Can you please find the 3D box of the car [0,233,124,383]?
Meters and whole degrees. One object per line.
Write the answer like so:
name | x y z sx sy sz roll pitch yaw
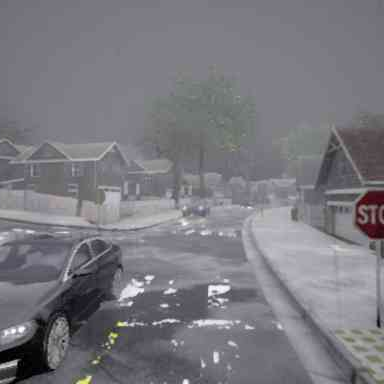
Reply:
car | -2.539 1.539 5.764 2.128 1.511 4.902 0 0 3

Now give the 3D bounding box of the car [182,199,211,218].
car | 0.502 1.500 32.319 2.097 1.767 4.553 0 -1 13

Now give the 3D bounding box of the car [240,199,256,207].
car | 9.702 1.970 57.399 1.994 1.385 4.181 -1 0 24
